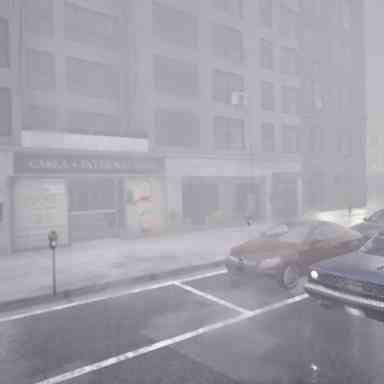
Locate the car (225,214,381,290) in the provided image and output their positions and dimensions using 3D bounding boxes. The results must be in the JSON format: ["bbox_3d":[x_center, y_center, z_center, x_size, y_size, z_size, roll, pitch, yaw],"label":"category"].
[{"bbox_3d":[2.759,1.378,8.448,4.206,1.307,1.802,-2,1,-35],"label":"car"}]

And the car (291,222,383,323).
[{"bbox_3d":[4.210,1.400,6.205,4.718,1.301,1.895,-2,1,-35],"label":"car"}]

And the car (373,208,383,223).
[{"bbox_3d":[7.272,1.201,11.630,4.313,1.339,1.947,-2,1,-35],"label":"car"}]
